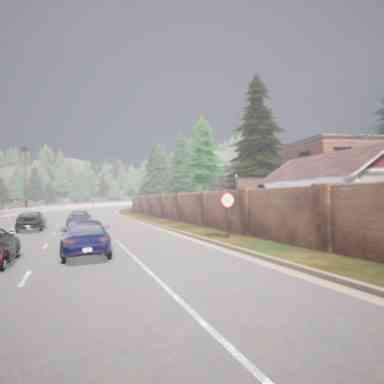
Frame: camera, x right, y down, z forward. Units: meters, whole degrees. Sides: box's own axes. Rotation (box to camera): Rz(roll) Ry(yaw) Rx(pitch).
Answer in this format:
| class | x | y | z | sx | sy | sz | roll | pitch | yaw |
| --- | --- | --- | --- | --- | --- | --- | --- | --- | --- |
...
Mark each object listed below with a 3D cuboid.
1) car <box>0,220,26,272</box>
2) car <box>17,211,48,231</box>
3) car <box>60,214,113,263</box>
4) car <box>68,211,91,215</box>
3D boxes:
| class | x | y | z | sx | sy | sz | roll | pitch | yaw |
| --- | --- | --- | --- | --- | --- | --- | --- | --- | --- |
| car | -7.466 | 1.956 | 11.921 | 1.994 | 1.385 | 4.181 | -1 | -1 | -19 |
| car | -12.409 | 2.240 | 25.831 | 1.837 | 1.490 | 4.892 | -1 | 0 | -19 |
| car | -4.307 | 1.844 | 13.487 | 1.812 | 1.442 | 4.674 | -1 | -1 | -19 |
| car | -9.214 | 2.223 | 27.302 | 1.994 | 1.385 | 4.181 | -1 | -1 | -19 |
